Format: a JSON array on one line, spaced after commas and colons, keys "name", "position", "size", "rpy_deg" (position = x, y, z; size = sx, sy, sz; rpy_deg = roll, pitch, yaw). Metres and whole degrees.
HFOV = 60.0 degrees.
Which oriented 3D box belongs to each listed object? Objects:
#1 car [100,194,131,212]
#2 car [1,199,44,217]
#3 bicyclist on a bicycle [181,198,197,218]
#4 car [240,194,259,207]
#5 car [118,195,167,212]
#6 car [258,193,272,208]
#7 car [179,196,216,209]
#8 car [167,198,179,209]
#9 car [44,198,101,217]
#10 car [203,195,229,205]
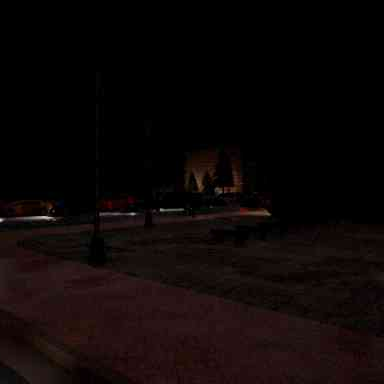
[{"name": "car", "position": [-9.472, 1.221, 39.056], "size": [2.150, 2.045, 5.566], "rpy_deg": [0, 0, 41]}, {"name": "car", "position": [-15.880, 1.478, 31.467], "size": [1.882, 1.535, 5.008], "rpy_deg": [0, 0, 40]}, {"name": "bicyclist on a bicycle", "position": [-0.267, 1.301, 26.728], "size": [1.656, 1.620, 0.582], "rpy_deg": [0, 0, 40]}, {"name": "car", "position": [9.097, 1.505, 50.002], "size": [1.837, 1.490, 4.892], "rpy_deg": [0, 0, 41]}, {"name": "car", "position": [-5.563, 1.478, 38.262], "size": [1.882, 1.535, 5.008], "rpy_deg": [0, 0, 40]}, {"name": "car", "position": [11.992, 1.352, 48.000], "size": [2.097, 1.767, 4.553], "rpy_deg": [0, 0, 41]}, {"name": "car", "position": [0.845, 1.601, 45.841], "size": [1.895, 1.301, 4.718], "rpy_deg": [0, 0, 40]}, {"name": "car", "position": [-2.860, 1.547, 46.891], "size": [2.033, 1.411, 5.357], "rpy_deg": [0, 0, 40]}, {"name": "car", "position": [-11.227, 1.564, 31.543], "size": [1.994, 1.385, 4.181], "rpy_deg": [0, 0, 40]}, {"name": "car", "position": [3.658, 1.564, 54.552], "size": [1.994, 1.385, 4.181], "rpy_deg": [0, 0, 41]}]
